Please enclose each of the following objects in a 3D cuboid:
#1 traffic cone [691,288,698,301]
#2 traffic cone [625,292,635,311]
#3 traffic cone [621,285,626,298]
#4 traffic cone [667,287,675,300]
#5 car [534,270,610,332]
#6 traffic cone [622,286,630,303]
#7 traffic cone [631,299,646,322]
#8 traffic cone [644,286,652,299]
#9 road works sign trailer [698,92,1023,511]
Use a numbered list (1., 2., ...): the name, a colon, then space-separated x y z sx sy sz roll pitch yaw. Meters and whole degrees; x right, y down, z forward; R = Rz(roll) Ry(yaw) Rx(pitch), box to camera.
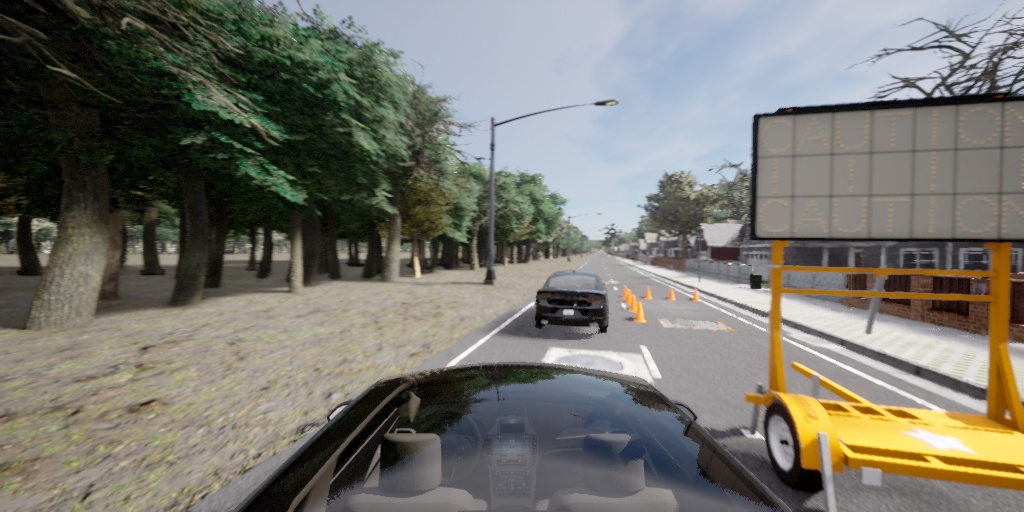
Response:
1. traffic cone: 8.195 1.710 15.999 0.340 0.580 0.340 0 0 14
2. traffic cone: 4.338 1.672 12.818 0.340 0.580 0.340 0 0 14
3. traffic cone: 5.280 1.651 16.705 0.340 0.580 0.340 0 0 14
4. traffic cone: 7.223 1.690 16.234 0.340 0.580 0.340 0 0 14
5. car: 1.920 1.170 10.900 1.882 1.535 5.008 1 1 14
6. traffic cone: 4.809 1.662 14.761 0.340 0.580 0.340 0 0 14
7. traffic cone: 3.866 1.682 10.874 0.340 0.580 0.340 0 0 14
8. traffic cone: 6.251 1.671 16.470 0.340 0.580 0.340 0 0 14
9. road works sign trailer: 3.663 0.259 3.721 2.380 3.560 2.880 0 0 14
